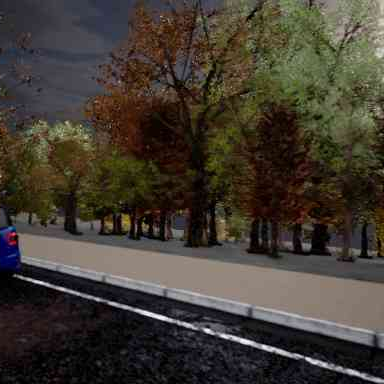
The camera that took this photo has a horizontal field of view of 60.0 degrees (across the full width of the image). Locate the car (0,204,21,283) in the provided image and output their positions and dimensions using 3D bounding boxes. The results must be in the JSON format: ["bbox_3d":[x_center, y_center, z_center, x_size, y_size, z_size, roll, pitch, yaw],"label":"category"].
[{"bbox_3d":[-6.556,1.226,8.365,5.566,2.045,2.150,0,0,35],"label":"car"}]
